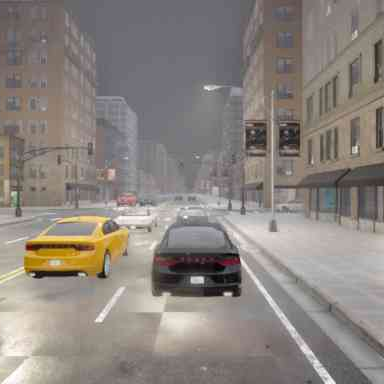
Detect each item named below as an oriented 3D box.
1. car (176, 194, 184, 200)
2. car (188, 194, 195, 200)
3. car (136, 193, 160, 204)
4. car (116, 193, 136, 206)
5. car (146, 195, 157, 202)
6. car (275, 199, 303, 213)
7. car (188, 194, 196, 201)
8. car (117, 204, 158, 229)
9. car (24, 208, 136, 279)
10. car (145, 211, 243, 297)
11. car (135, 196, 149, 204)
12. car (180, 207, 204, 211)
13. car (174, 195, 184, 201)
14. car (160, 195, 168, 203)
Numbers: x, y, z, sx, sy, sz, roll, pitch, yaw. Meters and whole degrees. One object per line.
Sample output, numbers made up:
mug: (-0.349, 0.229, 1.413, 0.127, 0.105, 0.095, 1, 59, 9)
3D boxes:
car: (-3.272, 1.387, 91.210, 2.033, 1.411, 5.357, 0, 0, 0)
car: (-0.022, 1.325, 91.211, 1.882, 1.535, 5.008, 0, 0, 0)
car: (-6.603, 1.214, 50.526, 2.150, 2.045, 5.566, 0, 0, 0)
car: (-9.867, 1.214, 50.215, 2.150, 2.045, 5.566, 0, 0, 0)
car: (-9.769, 1.505, 80.733, 2.128, 1.511, 4.902, 0, 0, 0)
car: (11.742, 1.561, 37.435, 4.674, 1.442, 1.812, 0, 0, 0)
car: (-0.019, 1.457, 80.791, 1.882, 1.535, 5.008, 0, 0, 0)
car: (-3.155, 1.600, 20.003, 1.895, 1.301, 4.718, 0, 0, 0)
car: (-3.154, 1.477, 10.108, 1.882, 1.535, 5.008, 0, 0, 0)
car: (0.098, 1.478, 8.623, 1.882, 1.535, 5.008, 0, 0, 0)
car: (-9.793, 1.491, 65.432, 1.837, 1.490, 4.892, 0, 0, 1)
car: (-0.004, 1.547, 18.442, 2.033, 1.411, 5.357, 0, 0, 0)
car: (-3.269, 1.479, 80.790, 1.837, 1.490, 4.892, 0, 0, 0)
car: (-6.517, 1.512, 69.028, 1.812, 1.442, 4.674, 0, 0, 0)
